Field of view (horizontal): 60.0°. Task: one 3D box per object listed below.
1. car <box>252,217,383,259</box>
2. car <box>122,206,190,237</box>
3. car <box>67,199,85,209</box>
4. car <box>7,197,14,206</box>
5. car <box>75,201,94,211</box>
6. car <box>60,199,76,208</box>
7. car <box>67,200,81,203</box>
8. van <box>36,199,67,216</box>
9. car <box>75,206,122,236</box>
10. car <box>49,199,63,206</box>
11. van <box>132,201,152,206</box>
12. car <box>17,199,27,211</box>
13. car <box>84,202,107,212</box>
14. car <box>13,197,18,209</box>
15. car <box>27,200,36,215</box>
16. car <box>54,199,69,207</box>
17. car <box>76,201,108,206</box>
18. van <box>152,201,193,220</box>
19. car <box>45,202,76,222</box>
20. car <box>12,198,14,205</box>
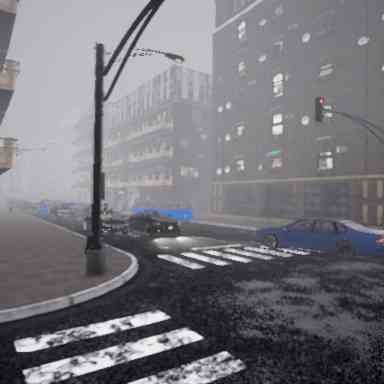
[{"bbox_3d":[5.101,1.721,13.372,5.357,1.411,2.033,-1,-2,45],"label":"car"},{"bbox_3d":[-2.232,1.764,19.583,1.994,1.385,4.181,2,-1,-33],"label":"car"},{"bbox_3d":[-19.807,2.059,56.544,1.967,1.590,4.097,1,-1,-33],"label":"car"},{"bbox_3d":[-35.560,1.877,66.321,2.192,1.841,5.009,1,-1,-33],"label":"car"},{"bbox_3d":[-16.759,2.160,51.852,1.802,1.307,4.206,1,-1,-33],"label":"car"},{"bbox_3d":[-22.857,2.098,61.233,1.967,1.590,4.097,1,-1,-33],"label":"car"},{"bbox_3d":[-13.558,1.833,37.024,1.882,1.535,5.008,2,-1,-33],"label":"car"},{"bbox_3d":[-14.213,1.622,33.492,1.690,1.788,3.998,1,-1,-33],"label":"van"},{"bbox_3d":[-5.066,1.707,19.420,2.008,1.369,4.403,1,-1,-33],"label":"car"},{"bbox_3d":[-28.958,2.282,70.611,1.887,1.381,4.507,1,-1,-33],"label":"car"},{"bbox_3d":[-4.558,1.756,33.097,1.690,1.788,3.998,1,-1,-33],"label":"van"},{"bbox_3d":[-23.365,1.969,47.558,1.947,1.339,4.313,1,-1,-33],"label":"car"},{"bbox_3d":[-13.709,2.082,47.163,1.887,1.381,4.507,1,-1,-33],"label":"car"},{"bbox_3d":[-26.413,1.883,52.250,1.967,1.590,4.097,1,-1,-33],"label":"car"},{"bbox_3d":[-17.265,1.872,38.179,2.008,1.369,4.403,1,-1,-33],"label":"car"},{"bbox_3d":[-25.907,2.138,65.923,1.967,1.590,4.097,1,-1,-33],"label":"car"},{"bbox_3d":[-7.889,1.769,28.285,2.128,1.511,4.902,2,-1,-33],"label":"car"},{"bbox_3d":[-1.508,1.714,28.407,1.690,1.788,3.998,1,-1,-33],"label":"van"},{"bbox_3d":[-11.166,1.821,28.799,1.802,1.307,4.206,1,-1,-33],"label":"car"},{"bbox_3d":[-29.464,2.065,56.937,1.802,1.307,4.206,1,-1,-33],"label":"car"}]
